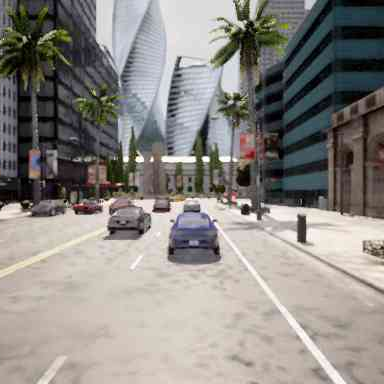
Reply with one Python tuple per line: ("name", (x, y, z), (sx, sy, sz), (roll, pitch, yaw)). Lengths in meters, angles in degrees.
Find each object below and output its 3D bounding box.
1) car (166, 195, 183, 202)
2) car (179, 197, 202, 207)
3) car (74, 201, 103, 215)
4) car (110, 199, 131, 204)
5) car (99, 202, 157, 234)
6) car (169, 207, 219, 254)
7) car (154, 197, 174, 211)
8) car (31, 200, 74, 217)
("car", (-3.324, 1.468, 74.577), (1.882, 1.535, 5.008), (0, 0, 25))
("car", (0.006, 1.555, 34.056), (2.033, 1.411, 5.357), (0, 0, 0))
("car", (-10.692, 1.615, 34.553), (1.895, 1.301, 4.718), (0, 0, 0))
("car", (-7.190, 1.490, 34.154), (1.882, 1.535, 5.008), (0, 0, 0))
("car", (-3.451, 1.554, 19.102), (2.033, 1.411, 5.357), (0, 0, 0))
("car", (0.064, 1.529, 13.409), (1.812, 1.442, 4.674), (0, 0, 0))
("car", (-3.510, 1.575, 39.735), (1.994, 1.385, 4.181), (0, 0, 0))
("car", (-13.676, 1.497, 32.093), (2.231, 1.521, 4.892), (0, 0, 0))
